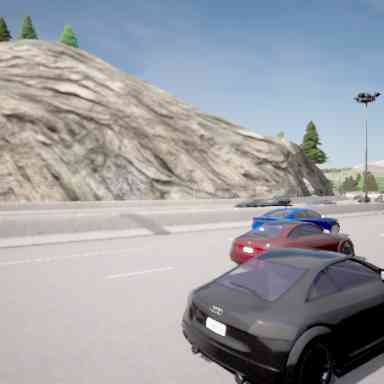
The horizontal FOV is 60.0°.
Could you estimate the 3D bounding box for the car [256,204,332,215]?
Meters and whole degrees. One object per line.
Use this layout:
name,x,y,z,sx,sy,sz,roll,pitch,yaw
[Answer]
car,5.064,1.477,15.959,5.008,1.535,1.882,0,0,-36

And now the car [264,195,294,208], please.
car,12.933,1.349,49.325,4.553,1.767,2.097,0,0,-42

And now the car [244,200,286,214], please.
car,7.892,1.599,35.823,4.718,1.301,1.895,0,0,-39

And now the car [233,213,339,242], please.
car,3.182,1.563,10.318,4.181,1.385,1.994,0,0,-35

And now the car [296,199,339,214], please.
car,13.678,1.545,36.020,5.357,1.411,2.033,0,0,-40

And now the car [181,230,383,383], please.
car,1.917,1.564,5.114,4.181,1.385,1.994,0,0,-36
